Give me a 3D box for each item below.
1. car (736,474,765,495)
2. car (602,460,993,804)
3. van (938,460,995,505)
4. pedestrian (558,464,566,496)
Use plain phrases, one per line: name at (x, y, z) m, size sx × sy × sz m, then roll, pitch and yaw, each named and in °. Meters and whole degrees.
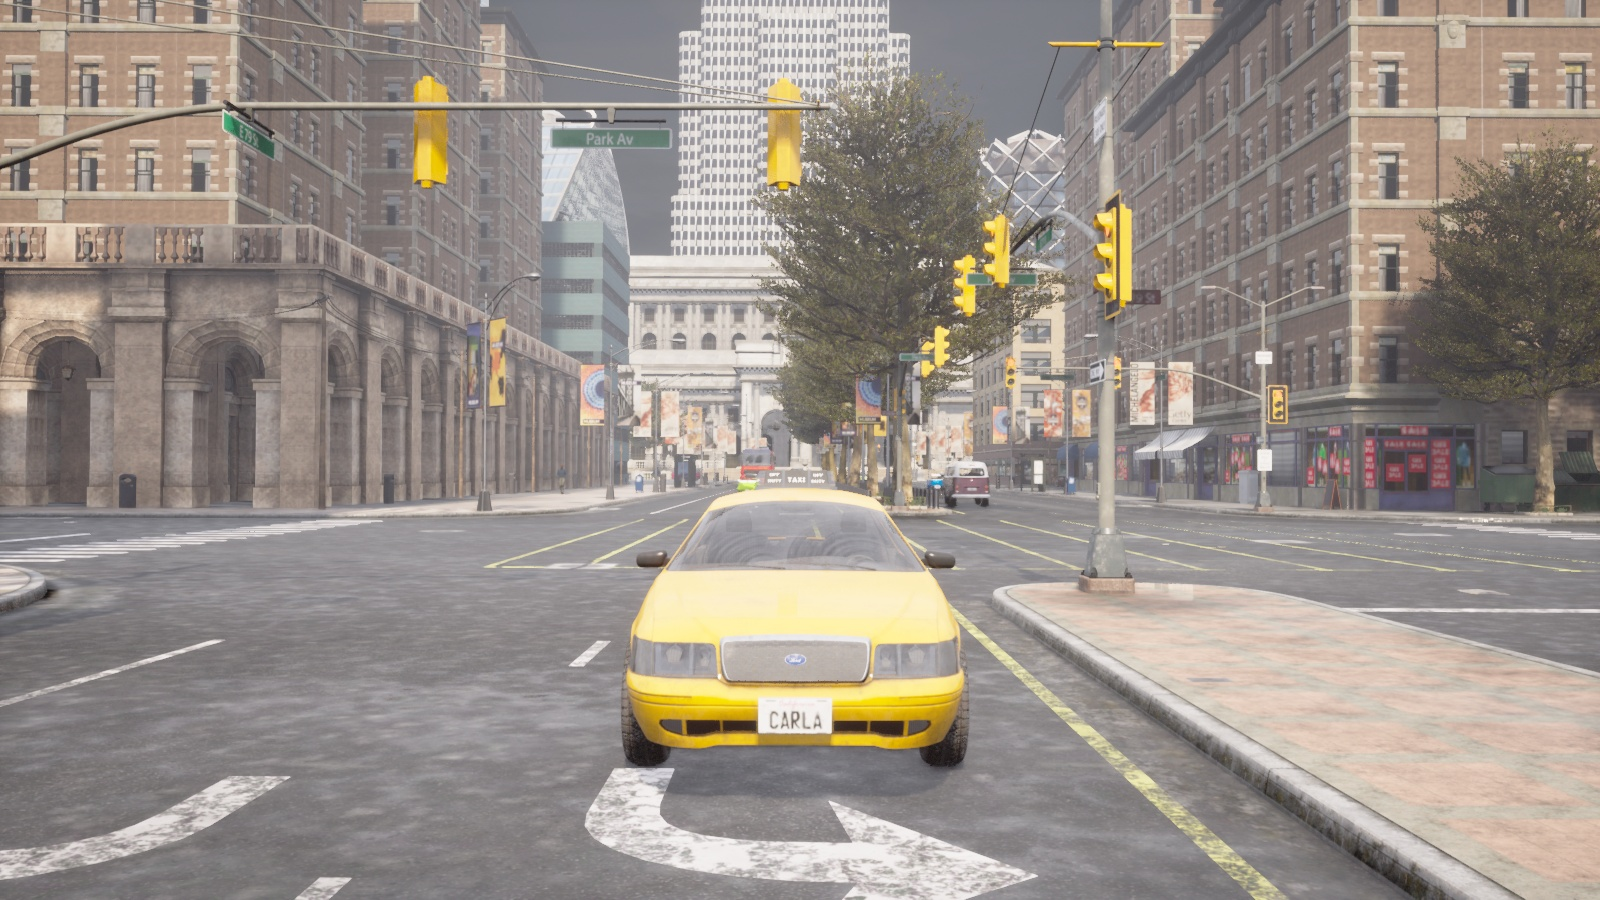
car at (-3.285, 2.286, 83.722) m, size 1.481 × 1.376 × 2.207 m, roll -1°, pitch -1°, yaw 11°
car at (-0.020, 0.900, 8.485) m, size 1.801 × 1.575 × 5.366 m, roll 0°, pitch -1°, yaw 0°
van at (7.858, 1.506, 59.597) m, size 2.069 × 2.038 × 4.480 m, roll 0°, pitch -1°, yaw 0°
pedestrian at (-13.732, 1.741, 72.447) m, size 0.370 × 1.835 × 0.726 m, roll 0°, pitch -1°, yaw 0°
